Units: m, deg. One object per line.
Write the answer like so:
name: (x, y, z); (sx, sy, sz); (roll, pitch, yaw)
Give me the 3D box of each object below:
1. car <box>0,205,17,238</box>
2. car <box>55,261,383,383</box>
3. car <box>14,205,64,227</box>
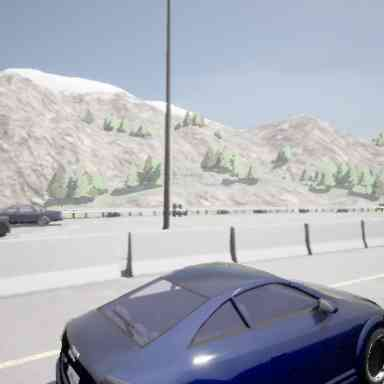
car: (-10.246, 1.457, 13.768); (4.892, 1.490, 1.837); (1, 0, -35)
car: (0.622, 1.591, 4.022); (4.181, 1.385, 1.994); (1, 0, -34)
car: (-11.217, 1.531, 21.631); (5.357, 1.411, 2.033); (1, 0, -34)
